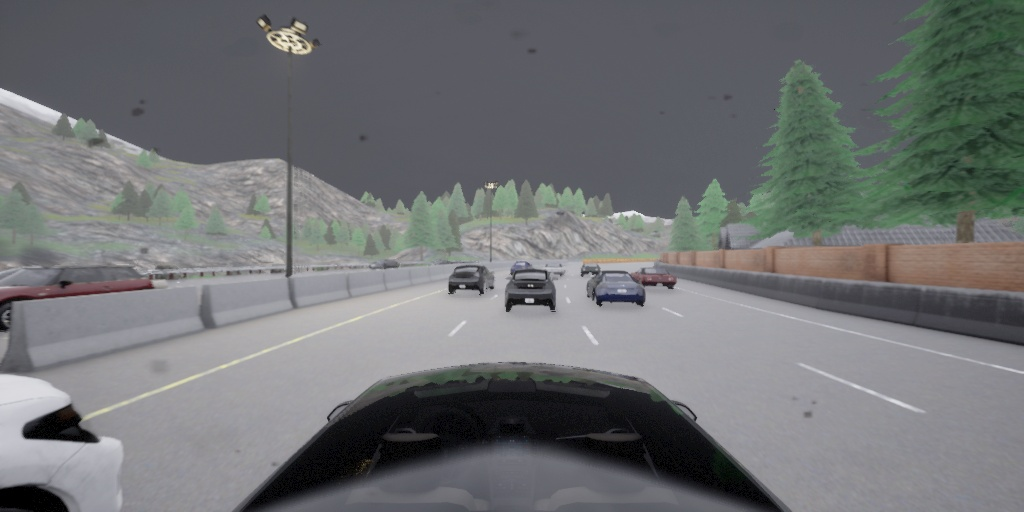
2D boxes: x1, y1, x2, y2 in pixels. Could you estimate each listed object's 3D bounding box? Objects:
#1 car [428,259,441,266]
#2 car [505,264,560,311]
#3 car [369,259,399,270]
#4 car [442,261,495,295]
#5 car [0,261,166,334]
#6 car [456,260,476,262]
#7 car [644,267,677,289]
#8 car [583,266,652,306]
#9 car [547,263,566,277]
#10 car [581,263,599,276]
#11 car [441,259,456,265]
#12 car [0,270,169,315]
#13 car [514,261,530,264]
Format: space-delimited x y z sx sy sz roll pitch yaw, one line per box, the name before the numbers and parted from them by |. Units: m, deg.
car | -11.537 1.184 57.053 2.128 1.511 4.902 0 0 19
car | 0.794 1.251 14.446 1.837 1.490 4.892 0 0 5
car | -17.619 1.171 49.435 2.128 1.511 4.902 0 0 16
car | -2.137 1.241 19.864 1.837 1.490 4.892 0 0 7
car | -13.688 1.061 10.736 2.097 1.767 4.553 0 0 4
car | -5.901 1.275 51.832 1.994 1.385 4.181 0 0 18
car | 8.856 1.365 22.898 1.895 1.301 4.718 0 0 9
car | 4.465 1.319 15.894 1.994 1.385 4.181 0 0 6
car | 4.282 1.346 35.837 1.895 1.301 4.718 0 0 13
car | 8.096 1.356 36.720 1.895 1.301 4.718 0 0 14
car | -8.517 1.266 55.097 1.994 1.385 4.181 0 0 19
car | -16.985 1.300 14.286 1.895 1.301 4.718 0 0 5
car | 1.086 1.262 37.446 1.812 1.442 4.674 0 0 13
